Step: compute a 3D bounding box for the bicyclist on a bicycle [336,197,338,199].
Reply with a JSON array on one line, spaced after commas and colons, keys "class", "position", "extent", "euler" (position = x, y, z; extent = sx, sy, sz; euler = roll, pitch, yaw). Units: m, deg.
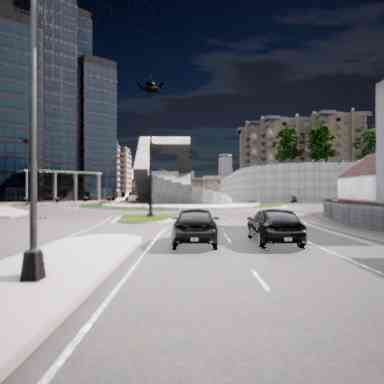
[{"class": "bicyclist on a bicycle", "position": [19.851, 1.545, 45.537], "extent": [0.582, 1.620, 1.656], "euler": [0, 0, 41]}]

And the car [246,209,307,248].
[{"class": "car", "position": [3.649, 1.535, 14.882], "extent": [1.837, 1.490, 4.892], "euler": [0, 0, 1]}]

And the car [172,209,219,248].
[{"class": "car", "position": [0.152, 1.535, 14.857], "extent": [1.837, 1.490, 4.892], "euler": [0, 0, 1]}]

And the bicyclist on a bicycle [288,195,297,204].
[{"class": "bicyclist on a bicycle", "position": [21.610, 1.531, 71.386], "extent": [1.656, 1.620, 0.582], "euler": [-10, 5, -30]}]

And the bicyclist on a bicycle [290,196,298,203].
[{"class": "bicyclist on a bicycle", "position": [21.946, 1.567, 70.861], "extent": [1.656, 1.620, 0.582], "euler": [-6, 12, -28]}]
